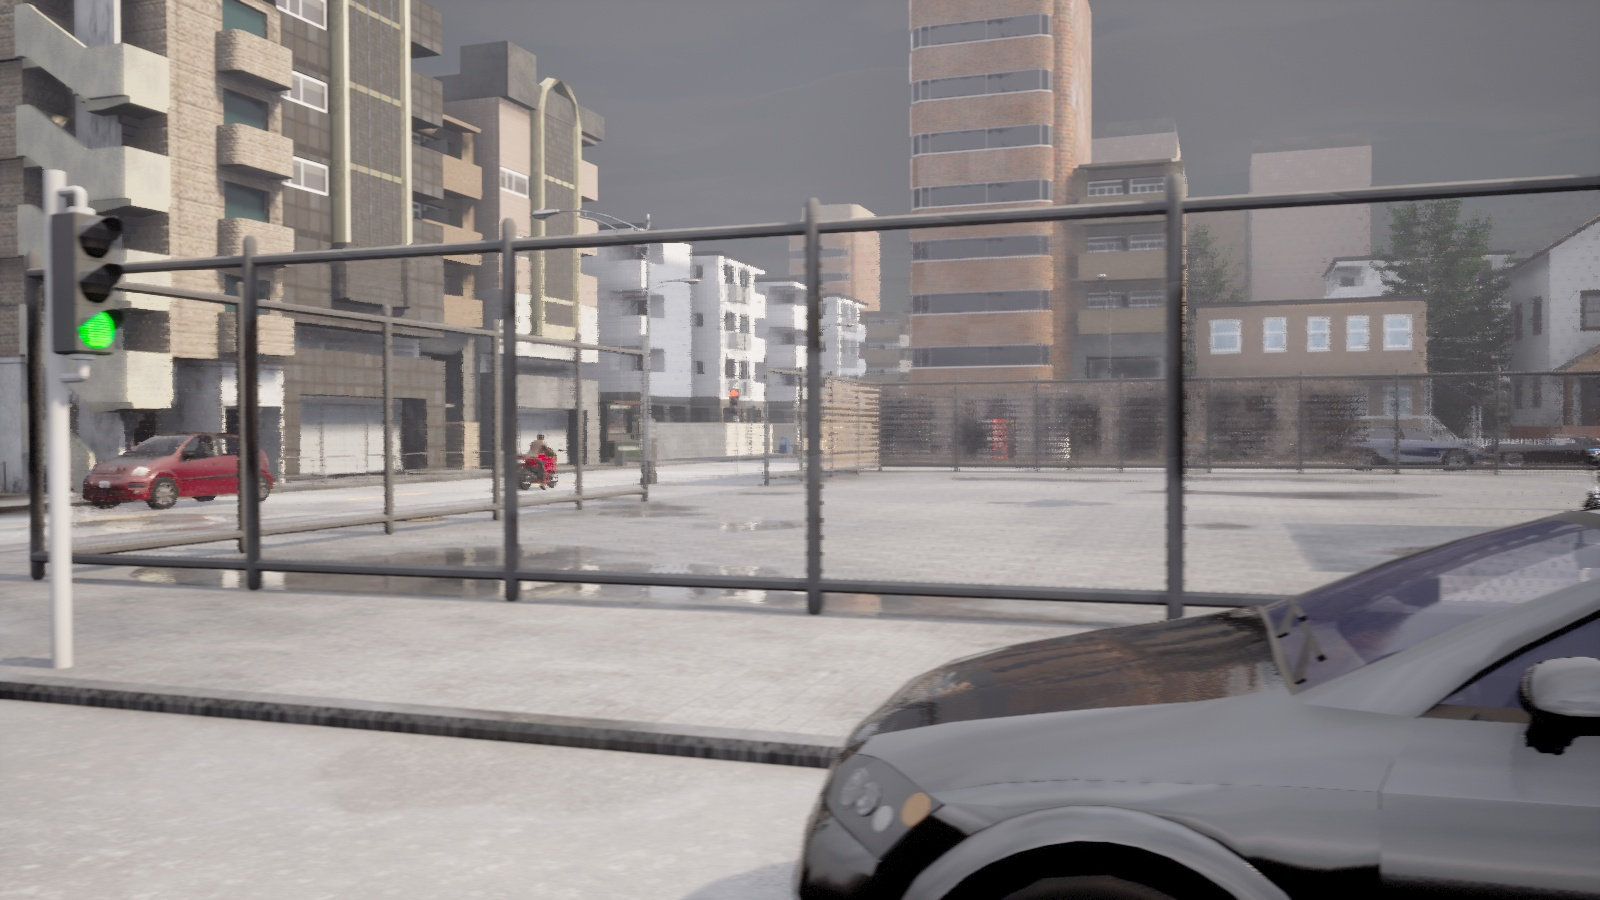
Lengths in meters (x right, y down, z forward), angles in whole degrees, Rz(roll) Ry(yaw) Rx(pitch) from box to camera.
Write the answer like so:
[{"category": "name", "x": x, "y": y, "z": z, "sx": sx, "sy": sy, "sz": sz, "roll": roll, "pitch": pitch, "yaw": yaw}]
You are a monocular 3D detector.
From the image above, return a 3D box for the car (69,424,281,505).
[{"category": "car", "x": -13.461, "y": 0.264, "z": 27.318, "sx": 1.851, "sy": 1.617, "sz": 3.988, "roll": 0, "pitch": 1, "yaw": 18}]

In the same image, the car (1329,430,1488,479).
[{"category": "car", "x": 21.393, "y": 0.120, "z": 44.360, "sx": 4.856, "sy": 1.649, "sz": 2.033, "roll": 0, "pitch": 1, "yaw": 20}]

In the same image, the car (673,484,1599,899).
[{"category": "car", "x": 2.016, "y": 0.849, "z": 3.081, "sx": 4.181, "sy": 1.385, "sz": 1.994, "roll": 1, "pitch": 1, "yaw": 17}]

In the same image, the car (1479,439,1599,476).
[{"category": "car", "x": 27.897, "y": 0.276, "z": 46.378, "sx": 4.718, "sy": 1.301, "sz": 1.895, "roll": 0, "pitch": 1, "yaw": 18}]

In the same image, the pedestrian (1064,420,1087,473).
[{"category": "pedestrian", "x": 9.660, "y": -0.126, "z": 44.030, "sx": 0.703, "sy": 1.840, "sz": 0.431, "roll": 0, "pitch": 1, "yaw": 20}]

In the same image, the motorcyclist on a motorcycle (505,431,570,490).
[{"category": "motorcyclist on a motorcycle", "x": -7.056, "y": 0.263, "z": 33.836, "sx": 0.797, "sy": 1.523, "sz": 2.044, "roll": 0, "pitch": 1, "yaw": 19}]

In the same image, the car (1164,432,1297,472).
[{"category": "car", "x": 17.090, "y": 0.048, "z": 50.009, "sx": 4.902, "sy": 1.511, "sz": 2.128, "roll": 1, "pitch": 1, "yaw": 18}]

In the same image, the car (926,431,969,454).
[{"category": "car", "x": 9.966, "y": -0.521, "z": 84.606, "sx": 2.007, "sy": 1.525, "sz": 4.514, "roll": 0, "pitch": 1, "yaw": 19}]
